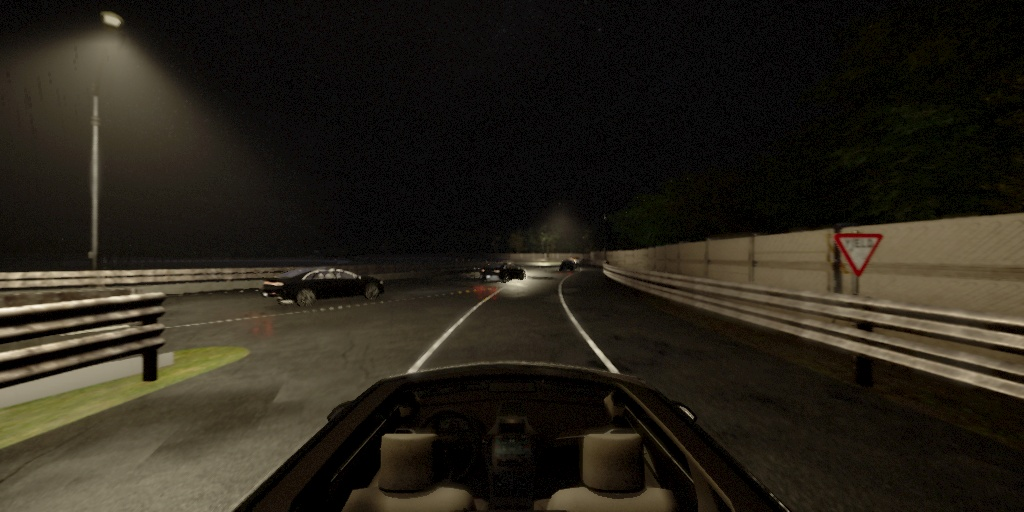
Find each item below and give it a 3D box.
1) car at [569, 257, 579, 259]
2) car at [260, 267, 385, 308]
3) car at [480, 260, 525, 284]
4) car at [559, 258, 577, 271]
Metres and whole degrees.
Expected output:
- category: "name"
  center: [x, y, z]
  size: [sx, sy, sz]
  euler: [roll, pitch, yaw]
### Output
- category: "car"
  center: [10.195, 1.434, 63.828]
  size: [2.033, 1.411, 5.357]
  euler: [0, 0, 6]
- category: "car"
  center: [-7.873, 1.237, 15.425]
  size: [2.128, 1.511, 4.902]
  euler: [0, 0, 34]
- category: "car"
  center: [-0.617, 1.280, 27.839]
  size: [2.128, 1.511, 4.902]
  euler: [0, 0, 26]
- category: "car"
  center: [7.913, 1.382, 51.503]
  size: [1.812, 1.442, 4.674]
  euler: [0, 0, 14]
